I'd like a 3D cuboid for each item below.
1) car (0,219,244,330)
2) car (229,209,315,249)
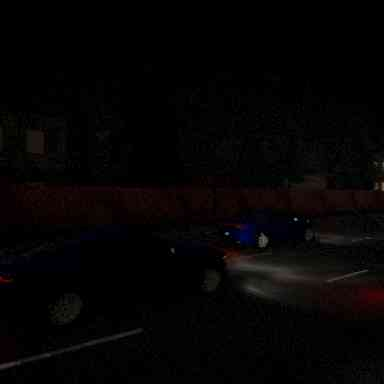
[{"bbox_3d":[-1.442,1.487,7.019,5.008,1.535,1.882,0,0,-36],"label":"car"},{"bbox_3d":[3.420,1.515,14.788,5.008,1.535,1.882,0,0,-36],"label":"car"}]
